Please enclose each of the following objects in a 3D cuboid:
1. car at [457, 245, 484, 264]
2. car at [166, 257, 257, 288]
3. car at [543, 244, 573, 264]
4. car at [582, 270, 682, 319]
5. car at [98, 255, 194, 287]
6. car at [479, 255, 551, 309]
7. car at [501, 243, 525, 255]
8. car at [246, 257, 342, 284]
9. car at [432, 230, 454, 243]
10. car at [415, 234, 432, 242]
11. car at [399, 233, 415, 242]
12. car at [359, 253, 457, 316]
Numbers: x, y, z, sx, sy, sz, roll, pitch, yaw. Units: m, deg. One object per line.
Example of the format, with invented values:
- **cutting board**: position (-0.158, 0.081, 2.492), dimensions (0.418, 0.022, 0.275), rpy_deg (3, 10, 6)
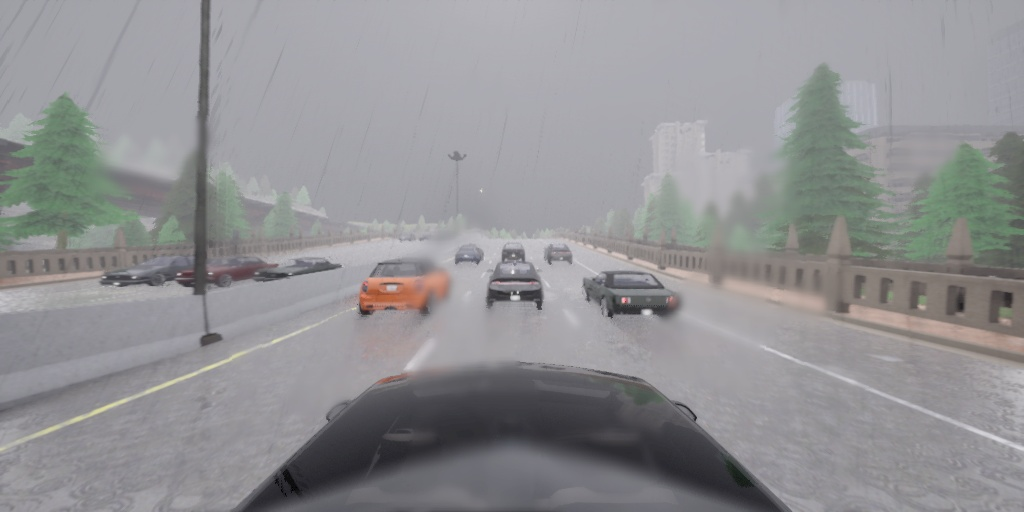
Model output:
- **car**: position (-3.395, -0.214, 29.087), dimensions (1.994, 1.385, 4.181), rpy_deg (0, 5, 0)
- **car**: position (-14.095, 0.758, 18.102), dimensions (1.895, 1.301, 4.718), rpy_deg (0, 4, 0)
- **car**: position (3.605, -0.237, 28.563), dimensions (2.128, 1.511, 4.902), rpy_deg (0, 5, 0)
- **car**: position (3.601, 1.111, 11.750), dimensions (1.895, 1.301, 4.718), rpy_deg (0, 2, 0)
- **car**: position (-17.595, 0.672, 18.575), dimensions (2.033, 1.411, 5.357), rpy_deg (0, 4, 0)
- **car**: position (0.101, 0.932, 13.263), dimensions (2.128, 1.511, 4.902), rpy_deg (0, 3, 0)
- **car**: position (0.106, -0.402, 30.175), dimensions (1.882, 1.535, 5.008), rpy_deg (0, 5, 0)
- **car**: position (-10.596, 0.758, 18.112), dimensions (1.895, 1.301, 4.718), rpy_deg (0, 4, 0)
- **car**: position (-10.541, -3.128, 56.758), dimensions (2.150, 2.045, 5.566), rpy_deg (0, 5, 1)
- **car**: position (-14.027, -2.982, 59.304), dimensions (1.895, 1.301, 4.718), rpy_deg (0, 5, 1)
- **car**: position (-17.519, -3.168, 60.133), dimensions (2.128, 1.511, 4.902), rpy_deg (0, 5, 1)
- **car**: position (-3.400, 0.837, 12.284), dimensions (2.097, 1.767, 4.553), rpy_deg (0, 2, 0)
